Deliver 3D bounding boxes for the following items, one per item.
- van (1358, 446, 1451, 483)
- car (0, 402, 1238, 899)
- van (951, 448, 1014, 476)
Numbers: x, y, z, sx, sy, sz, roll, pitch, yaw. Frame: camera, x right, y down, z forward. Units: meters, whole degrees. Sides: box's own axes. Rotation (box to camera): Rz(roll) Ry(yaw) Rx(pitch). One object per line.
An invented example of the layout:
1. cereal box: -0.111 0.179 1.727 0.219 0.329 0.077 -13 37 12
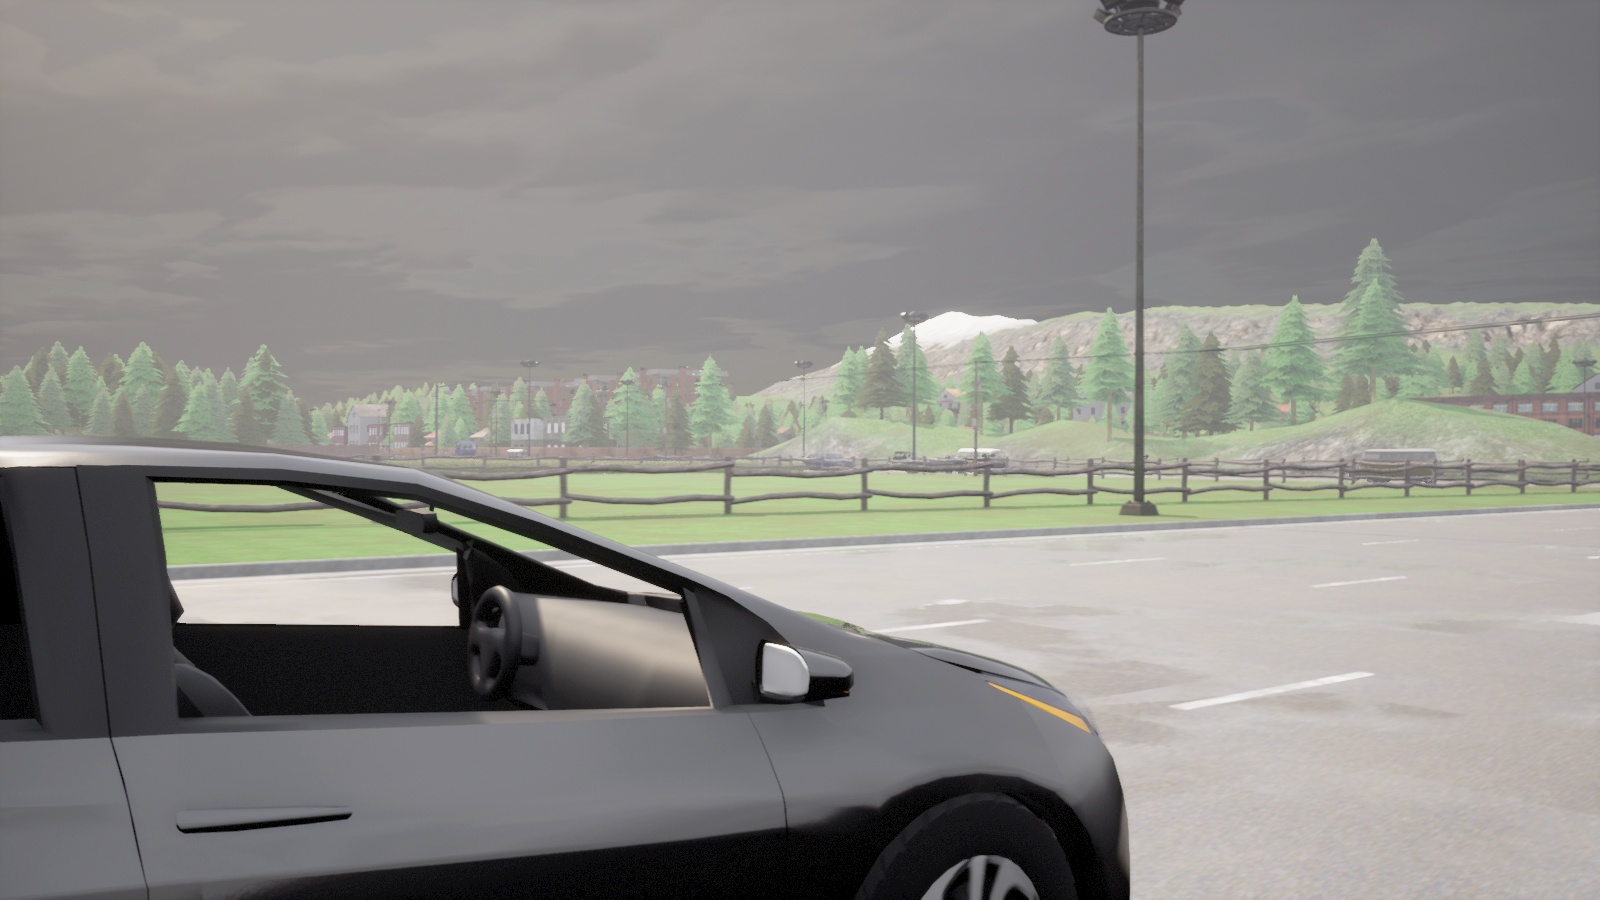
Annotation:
1. van: 34.369 0.808 71.512 1.775 1.987 4.442 0 0 -37
2. car: -1.305 0.702 2.730 4.514 1.525 2.007 0 0 -35
3. van: 13.556 0.866 93.446 2.069 2.038 4.480 0 0 -36
